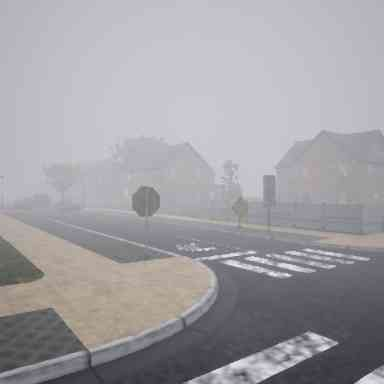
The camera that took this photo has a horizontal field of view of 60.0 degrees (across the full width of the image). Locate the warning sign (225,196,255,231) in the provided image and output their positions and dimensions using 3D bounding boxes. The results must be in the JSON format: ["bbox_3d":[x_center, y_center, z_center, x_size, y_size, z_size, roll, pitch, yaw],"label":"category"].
[{"bbox_3d":[2.705,1.159,18.696,1.300,1.860,1.060,1,0,-36],"label":"warning sign"}]

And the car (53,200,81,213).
[{"bbox_3d":[-14.241,1.583,37.798,2.033,1.411,5.357,1,-1,-36],"label":"car"}]

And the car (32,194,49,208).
[{"bbox_3d":[-23.054,1.320,49.975,2.150,2.045,5.566,1,-1,-36],"label":"car"}]

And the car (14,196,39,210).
[{"bbox_3d":[-22.334,1.615,44.285,2.033,1.411,5.357,1,-1,-36],"label":"car"}]
